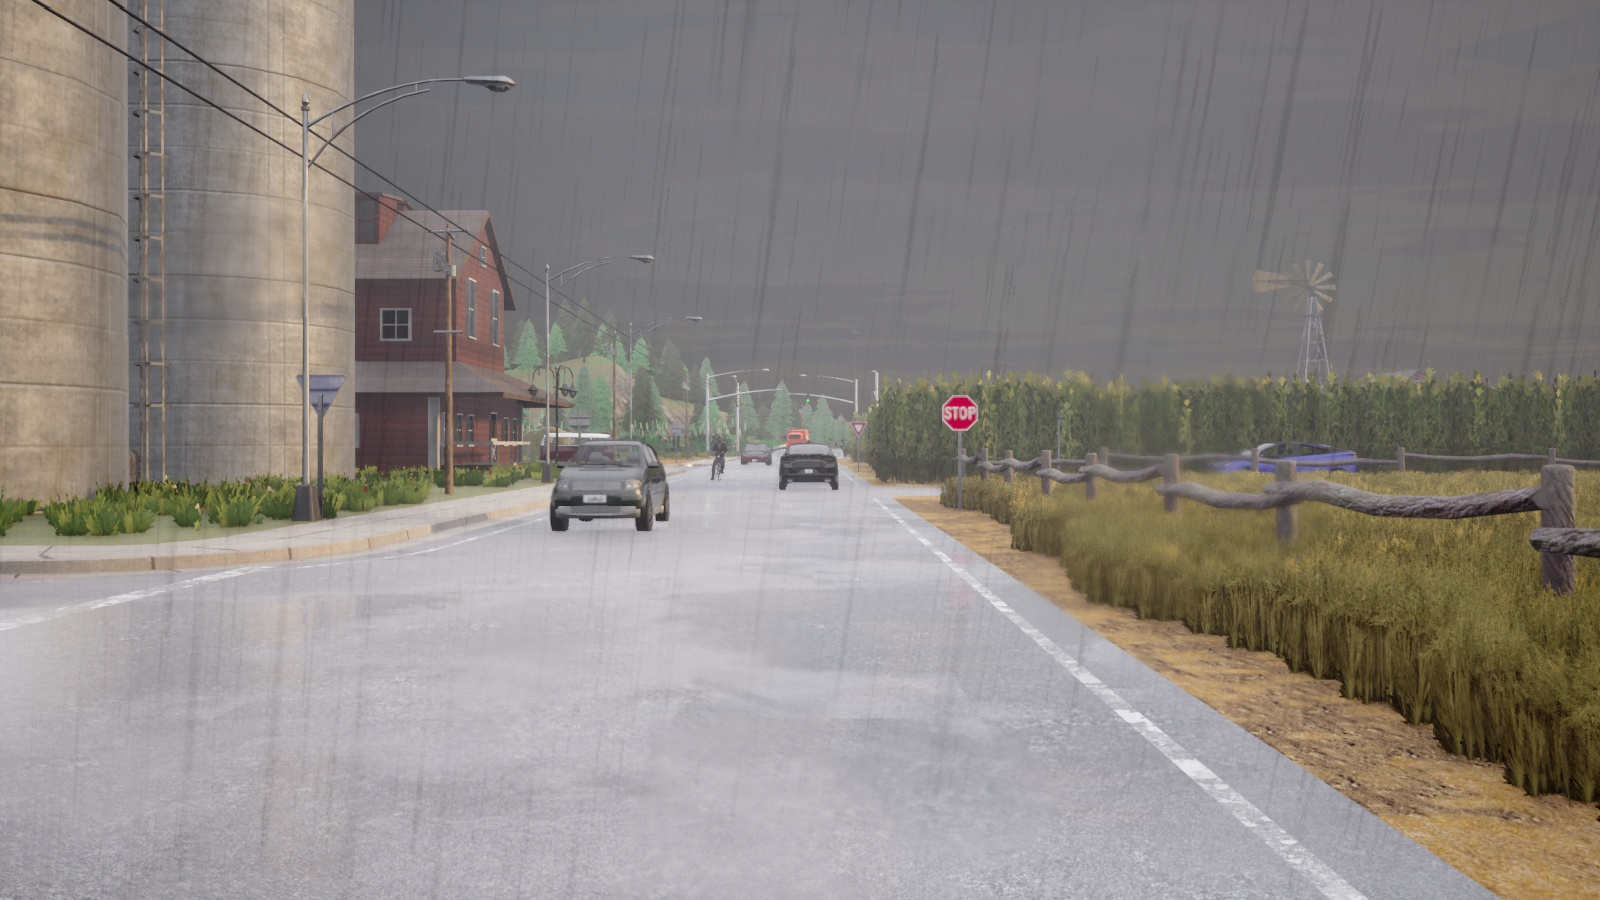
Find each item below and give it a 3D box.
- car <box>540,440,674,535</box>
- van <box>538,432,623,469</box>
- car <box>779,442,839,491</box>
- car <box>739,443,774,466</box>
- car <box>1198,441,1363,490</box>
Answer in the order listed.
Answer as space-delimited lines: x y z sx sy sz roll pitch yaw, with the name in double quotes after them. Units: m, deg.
-3.335 0.596 22.363 1.789 1.549 3.705 0 0 1 "car"
-12.370 0.032 71.004 4.480 2.038 2.069 0 0 0 "van"
0.288 0.489 41.644 1.882 1.535 5.008 0 0 0 "car"
-2.928 0.265 84.818 2.163 1.488 4.792 0 0 0 "car"
15.333 0.479 40.235 4.514 1.525 2.007 0 0 1 "car"
